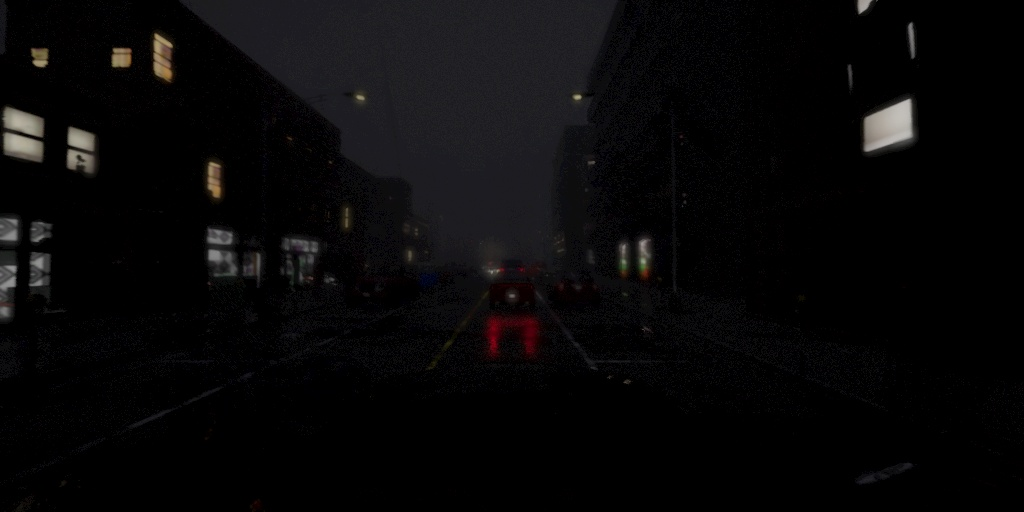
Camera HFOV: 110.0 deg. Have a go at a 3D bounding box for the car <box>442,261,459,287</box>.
[{"bbox_3d":[-5.685,1.338,27.308,2.192,1.841,5.009,0,0,0],"label":"car"}]

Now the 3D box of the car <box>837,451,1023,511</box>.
[{"bbox_3d":[2.692,1.174,0.265,1.967,1.591,4.097,0,0,0],"label":"car"}]

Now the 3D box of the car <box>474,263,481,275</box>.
[{"bbox_3d":[-5.683,1.691,48.936,1.967,1.591,4.097,0,0,0],"label":"car"}]

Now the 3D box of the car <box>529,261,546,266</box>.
[{"bbox_3d":[2.697,1.452,38.113,2.192,1.841,5.009,0,0,0],"label":"car"}]

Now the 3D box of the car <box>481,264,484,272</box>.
[{"bbox_3d":[-5.682,1.916,59.749,2.007,1.370,4.403,0,0,0],"label":"car"}]

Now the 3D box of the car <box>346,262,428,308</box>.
[{"bbox_3d":[-5.687,1.223,16.494,2.192,1.841,5.009,0,0,0],"label":"car"}]

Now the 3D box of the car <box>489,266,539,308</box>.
[{"bbox_3d":[0.025,1.381,16.118,1.882,1.535,5.008,0,0,0],"label":"car"}]

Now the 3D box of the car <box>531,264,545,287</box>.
[{"bbox_3d":[2.696,1.573,27.300,2.007,1.370,4.403,0,0,0],"label":"car"}]

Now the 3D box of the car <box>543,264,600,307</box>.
[{"bbox_3d":[2.694,1.348,16.486,1.967,1.591,4.097,0,0,0],"label":"car"}]

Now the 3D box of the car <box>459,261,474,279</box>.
[{"bbox_3d":[-5.684,1.452,38.122,2.192,1.841,5.009,0,0,0],"label":"car"}]

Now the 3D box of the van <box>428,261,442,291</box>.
[{"bbox_3d":[-5.686,1.307,21.901,1.690,1.789,3.998,0,0,0],"label":"van"}]

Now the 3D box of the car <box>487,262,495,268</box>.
[{"bbox_3d":[-3.014,1.989,65.403,1.994,1.385,4.181,0,-1,0],"label":"car"}]

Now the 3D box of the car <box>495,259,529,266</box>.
[{"bbox_3d":[0.011,1.271,29.438,2.150,2.045,5.566,0,0,0],"label":"car"}]
